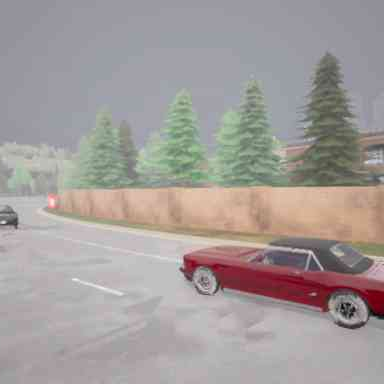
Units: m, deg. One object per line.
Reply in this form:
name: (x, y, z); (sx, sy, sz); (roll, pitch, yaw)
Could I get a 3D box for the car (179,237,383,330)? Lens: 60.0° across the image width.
car: (2.028, 1.627, 7.009); (4.718, 1.301, 1.895); (0, 0, 38)

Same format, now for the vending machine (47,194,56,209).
vending machine: (-19.395, 1.333, 45.999); (1.100, 2.100, 0.880); (0, 0, -22)

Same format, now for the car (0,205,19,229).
car: (-12.438, 1.553, 21.149); (2.128, 1.511, 4.902); (0, 0, -40)
